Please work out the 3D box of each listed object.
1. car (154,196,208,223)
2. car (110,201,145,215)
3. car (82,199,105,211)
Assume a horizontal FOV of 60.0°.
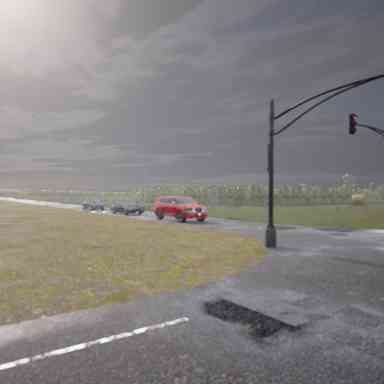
[{"bbox_3d":[-1.047,1.359,27.481,2.150,2.045,5.566,1,-1,-36],"label":"car"},{"bbox_3d":[-7.083,1.707,35.783,2.033,1.411,5.357,1,-1,-36],"label":"car"},{"bbox_3d":[-13.160,1.683,44.167,1.837,1.490,4.892,1,-1,-36],"label":"car"}]
